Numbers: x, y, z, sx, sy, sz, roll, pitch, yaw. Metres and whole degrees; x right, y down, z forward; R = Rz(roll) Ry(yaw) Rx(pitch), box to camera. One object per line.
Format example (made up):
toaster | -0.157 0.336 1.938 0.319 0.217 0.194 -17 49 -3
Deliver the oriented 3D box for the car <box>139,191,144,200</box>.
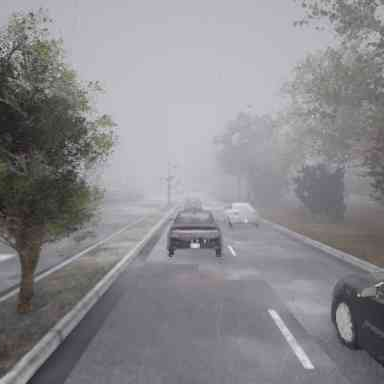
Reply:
car | -13.780 0.771 70.780 5.566 2.045 2.435 -1 0 -20

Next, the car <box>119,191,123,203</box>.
car | -13.824 0.964 52.769 4.553 1.767 2.185 -1 0 -20

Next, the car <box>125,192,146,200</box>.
car | -13.616 0.867 79.831 4.553 1.767 2.185 -1 0 -19

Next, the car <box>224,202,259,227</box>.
car | 3.105 1.400 21.478 1.812 1.442 4.674 0 1 0

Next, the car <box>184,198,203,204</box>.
car | 0.107 1.286 33.821 2.033 1.411 5.357 0 1 0

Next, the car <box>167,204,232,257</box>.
car | 0.099 1.446 12.793 2.128 1.511 4.902 0 0 0

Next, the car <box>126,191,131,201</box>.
car | -13.810 1.093 58.764 4.792 1.488 2.163 -1 1 -20

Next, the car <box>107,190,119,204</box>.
car | -13.763 0.978 49.783 4.553 1.767 2.185 -1 1 -20

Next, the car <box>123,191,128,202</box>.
car | -13.795 1.077 55.780 4.892 1.521 2.231 -1 0 -20

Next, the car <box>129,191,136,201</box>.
car | -13.810 0.802 61.766 5.566 2.045 2.435 -1 0 -20

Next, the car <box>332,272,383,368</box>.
car | 3.101 1.501 3.318 1.837 1.490 4.892 0 0 0

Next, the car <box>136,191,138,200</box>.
car | -13.950 1.042 64.718 5.366 1.575 1.946 -1 0 -20

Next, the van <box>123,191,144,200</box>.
van | -13.592 0.775 76.853 4.442 1.987 1.878 -1 0 -19
